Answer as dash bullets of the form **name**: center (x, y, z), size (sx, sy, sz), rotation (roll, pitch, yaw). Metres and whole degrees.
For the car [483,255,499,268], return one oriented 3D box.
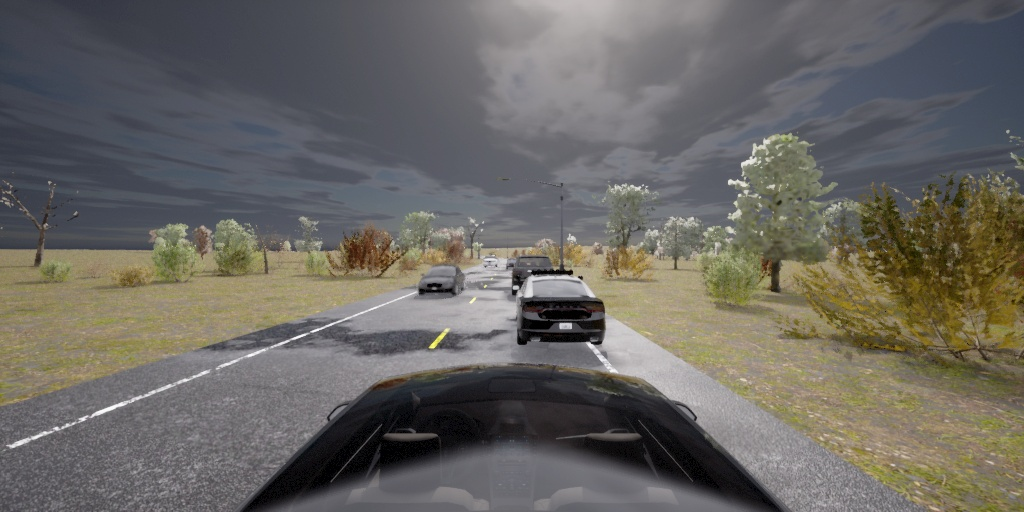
- **car**: center (-3.573, 0.857, 59.500), size (2.150, 2.045, 5.566), rotation (0, 1, 0)

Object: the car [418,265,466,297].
- **car**: center (-3.591, 1.239, 19.015), size (1.837, 1.490, 4.892), rotation (0, 0, 0)

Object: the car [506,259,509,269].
- **car**: center (0.083, 1.209, 52.255), size (2.033, 1.411, 5.357), rotation (0, 0, 1)

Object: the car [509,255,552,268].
- **car**: center (1.060, 0.957, 19.536), size (2.150, 2.045, 5.566), rotation (0, 0, 0)

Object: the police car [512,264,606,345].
- **police car**: center (1.055, 1.170, 9.615), size (1.930, 1.638, 5.238), rotation (0, 0, 0)
